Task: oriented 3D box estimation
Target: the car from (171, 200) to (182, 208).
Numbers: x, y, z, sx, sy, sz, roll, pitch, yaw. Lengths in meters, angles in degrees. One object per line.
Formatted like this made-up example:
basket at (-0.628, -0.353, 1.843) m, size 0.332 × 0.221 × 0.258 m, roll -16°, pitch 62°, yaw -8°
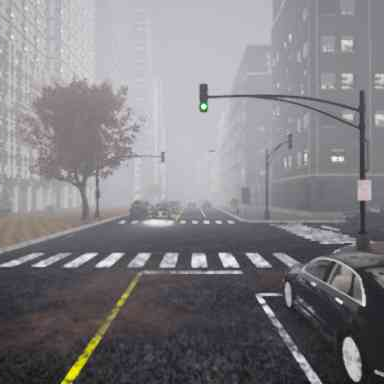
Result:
car at (-3.067, 2.330, 65.173) m, size 1.882 × 1.535 × 5.008 m, roll 0°, pitch -1°, yaw 0°

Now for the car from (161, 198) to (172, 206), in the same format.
car at (-5.741, 2.320, 76.211) m, size 2.192 × 1.841 × 5.009 m, roll 0°, pitch -1°, yaw 0°

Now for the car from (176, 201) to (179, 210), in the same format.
car at (-3.126, 2.177, 44.601) m, size 1.895 × 1.301 × 4.718 m, roll 0°, pitch -1°, yaw 0°

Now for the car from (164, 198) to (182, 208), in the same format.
car at (-3.119, 2.188, 54.687) m, size 1.882 × 1.535 × 5.008 m, roll 0°, pitch -1°, yaw 0°

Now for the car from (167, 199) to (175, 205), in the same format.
car at (-5.751, 2.792, 92.776) m, size 2.008 × 1.369 × 4.403 m, roll 0°, pitch -1°, yaw 0°

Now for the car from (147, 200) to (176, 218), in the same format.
car at (-3.121, 1.945, 35.366) m, size 2.128 × 1.511 × 4.902 m, roll 0°, pitch -1°, yaw 0°

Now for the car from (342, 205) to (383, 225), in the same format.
car at (13.410, 1.653, 24.586) m, size 4.403 × 1.369 × 2.008 m, roll -1°, pitch 0°, yaw -1°

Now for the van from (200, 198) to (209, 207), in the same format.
van at (2.644, 2.270, 70.695) m, size 1.690 × 1.788 × 3.998 m, roll 0°, pitch -1°, yaw 0°

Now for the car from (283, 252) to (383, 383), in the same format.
car at (2.686, 1.617, 5.172) m, size 2.008 × 1.369 × 4.403 m, roll 0°, pitch -1°, yaw 0°

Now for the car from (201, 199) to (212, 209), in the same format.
car at (2.651, 2.343, 59.646) m, size 1.947 × 1.339 × 4.313 m, roll 0°, pitch -1°, yaw 0°

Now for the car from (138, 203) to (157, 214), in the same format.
car at (-5.719, 2.121, 43.074) m, size 1.947 × 1.339 × 4.313 m, roll 0°, pitch -1°, yaw 0°

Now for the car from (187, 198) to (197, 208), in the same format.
car at (-0.043, 2.423, 66.875) m, size 2.033 × 1.411 × 5.357 m, roll 0°, pitch -1°, yaw 0°

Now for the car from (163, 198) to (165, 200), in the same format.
car at (-5.737, 2.494, 70.687) m, size 1.947 × 1.339 × 4.313 m, roll 0°, pitch -1°, yaw 0°

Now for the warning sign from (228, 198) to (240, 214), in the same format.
warning sign at (5.044, 1.626, 39.689) m, size 1.300 × 1.860 × 1.060 m, roll 0°, pitch -1°, yaw 0°

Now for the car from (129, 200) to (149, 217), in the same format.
car at (-5.716, 1.797, 37.555) m, size 2.192 × 1.841 × 5.009 m, roll 0°, pitch -1°, yaw 0°
